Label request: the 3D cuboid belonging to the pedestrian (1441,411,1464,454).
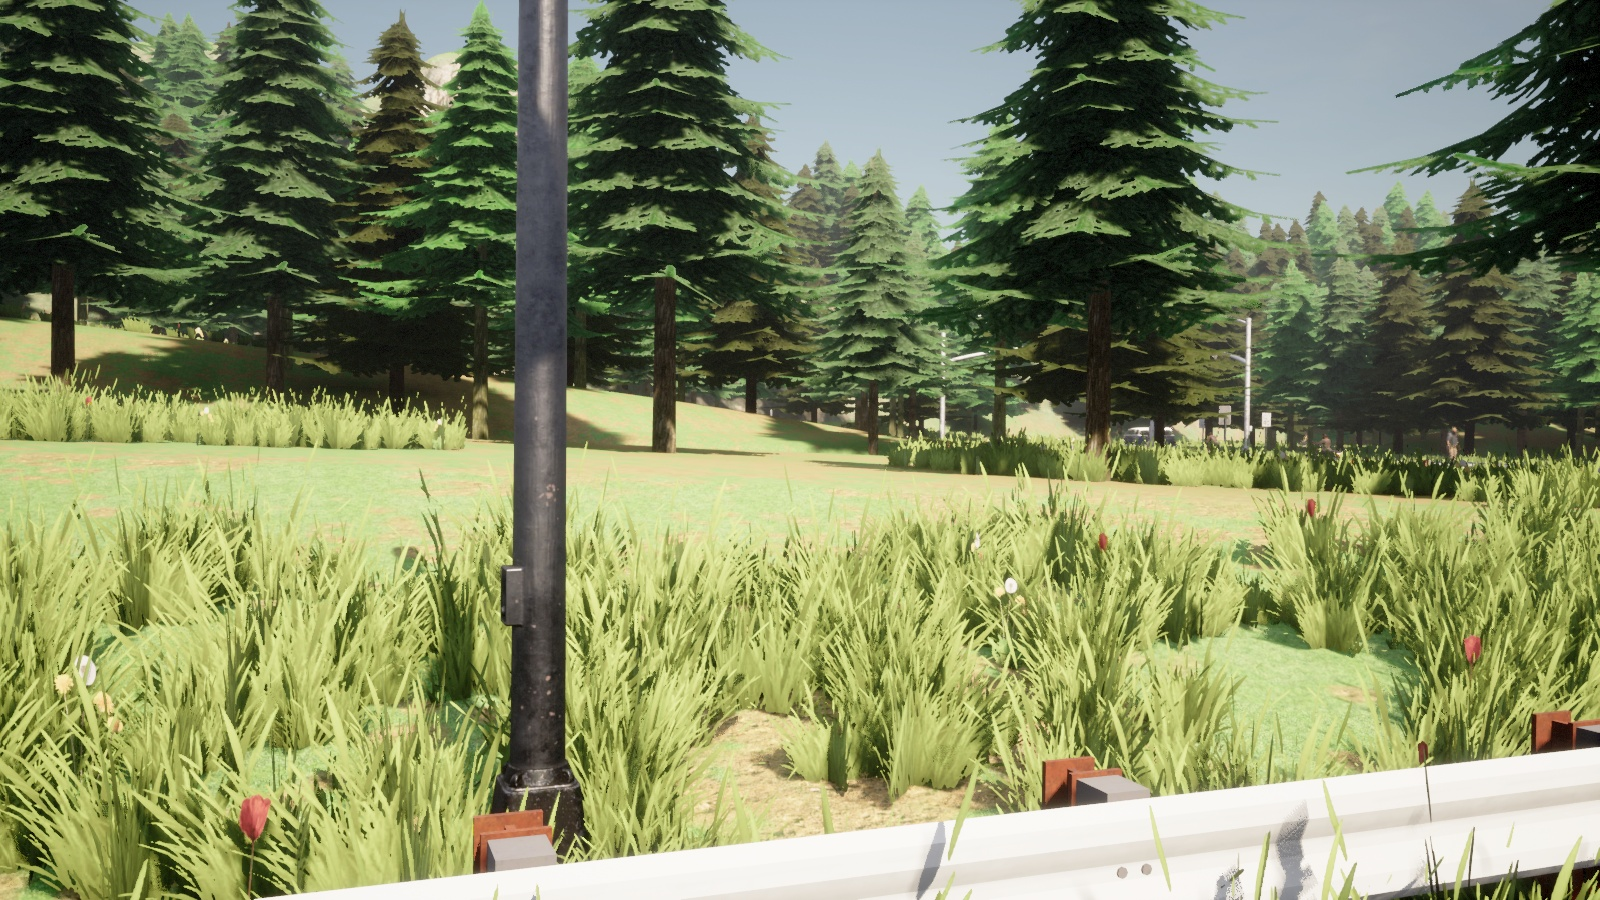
[{"bbox_3d":[28.750,-0.777,55.325,0.540,1.848,0.694,-1,1,-22],"label":"pedestrian"}]
